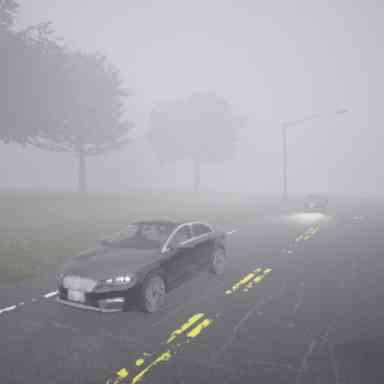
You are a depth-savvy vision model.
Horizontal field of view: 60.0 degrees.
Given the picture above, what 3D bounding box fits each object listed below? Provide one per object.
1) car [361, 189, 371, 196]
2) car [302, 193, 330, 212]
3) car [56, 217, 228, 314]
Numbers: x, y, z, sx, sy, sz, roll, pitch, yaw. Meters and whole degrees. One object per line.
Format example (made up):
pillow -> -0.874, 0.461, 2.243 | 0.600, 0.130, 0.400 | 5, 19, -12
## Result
car -> 35.809, 0.049, 68.366 | 2.033, 1.411, 5.357 | 0, 1, 28
car -> 11.123, 0.879, 29.772 | 2.128, 1.511, 4.902 | -1, 1, 29
car -> -0.757, 1.393, 7.628 | 2.128, 1.511, 4.902 | 0, 1, 28
